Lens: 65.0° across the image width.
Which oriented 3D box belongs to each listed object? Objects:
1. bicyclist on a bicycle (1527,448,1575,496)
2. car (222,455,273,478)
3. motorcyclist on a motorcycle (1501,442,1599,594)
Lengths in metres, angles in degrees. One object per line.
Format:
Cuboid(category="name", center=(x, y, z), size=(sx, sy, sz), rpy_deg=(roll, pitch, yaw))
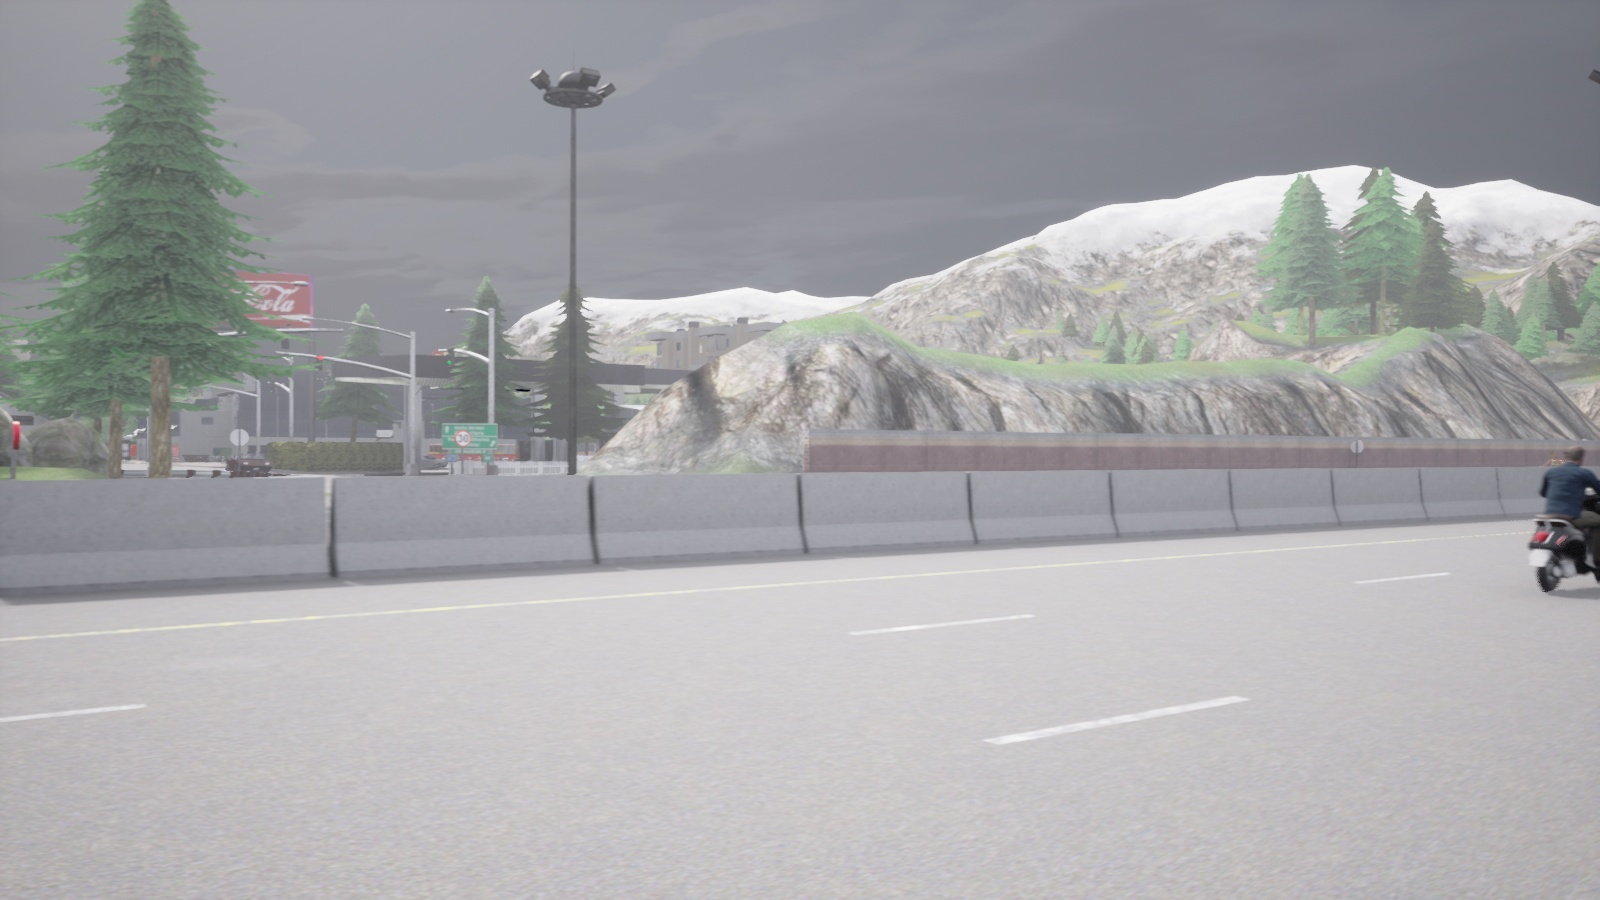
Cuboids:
Cuboid(category="bicyclist on a bicycle", center=(25.588, 0.732, 42.793), size=(1.509, 1.612, 0.866), rpy_deg=(0, 0, -35))
Cuboid(category="car", center=(-33.719, 0.993, 76.590), size=(1.895, 1.301, 4.718), rpy_deg=(2, -1, -35))
Cuboid(category="motorcyclist on a motorcycle", center=(8.712, 0.714, 13.986), size=(1.817, 1.590, 0.866), rpy_deg=(0, 0, -35))
